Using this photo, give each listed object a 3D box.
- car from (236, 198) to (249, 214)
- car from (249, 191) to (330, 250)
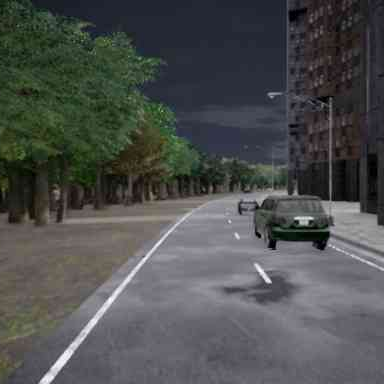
[{"bbox_3d":[5.276,1.265,31.696,2.128,1.511,4.902,0,1,5],"label":"car"},{"bbox_3d":[3.989,1.139,14.165,2.150,2.045,5.566,0,0,3],"label":"car"}]
